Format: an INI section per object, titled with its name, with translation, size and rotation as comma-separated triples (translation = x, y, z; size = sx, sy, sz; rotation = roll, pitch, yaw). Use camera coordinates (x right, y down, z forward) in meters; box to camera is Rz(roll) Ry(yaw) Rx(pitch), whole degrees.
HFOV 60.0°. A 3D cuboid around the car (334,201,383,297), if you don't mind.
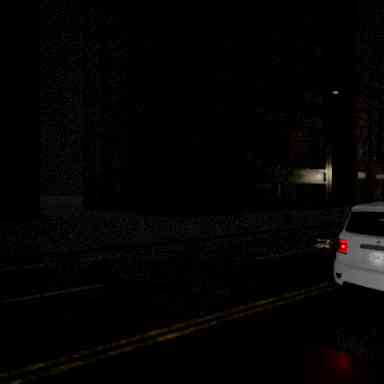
[car]
translation = 5.405, 1.196, 7.297
size = 5.566, 2.045, 2.150
rotation = 0, 0, -35
